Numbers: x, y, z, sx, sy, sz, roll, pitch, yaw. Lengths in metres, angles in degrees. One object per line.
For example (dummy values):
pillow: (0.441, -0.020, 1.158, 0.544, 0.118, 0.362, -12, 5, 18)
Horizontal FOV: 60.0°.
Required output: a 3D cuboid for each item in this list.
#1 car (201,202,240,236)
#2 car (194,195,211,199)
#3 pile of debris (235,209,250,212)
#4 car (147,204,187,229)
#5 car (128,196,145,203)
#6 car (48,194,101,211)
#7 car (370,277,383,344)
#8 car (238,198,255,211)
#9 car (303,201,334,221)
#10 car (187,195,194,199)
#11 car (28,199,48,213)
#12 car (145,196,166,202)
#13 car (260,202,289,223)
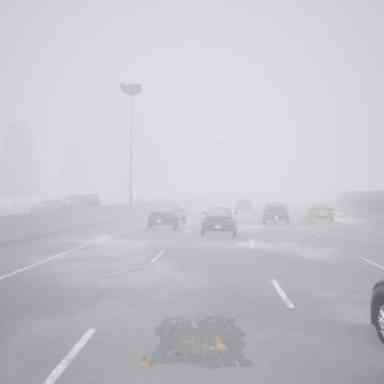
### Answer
car: (1.573, 1.521, 18.440, 1.812, 1.442, 4.674, 0, 0, 8)
car: (2.742, 1.524, 68.299, 1.895, 1.301, 4.718, 0, 0, 26)
pile of debris: (6.029, 2.172, 39.337, 1.500, 0.140, 1.860, 0, 0, 17)
car: (-1.530, 1.510, 21.343, 1.812, 1.442, 4.674, 0, 0, 9)
car: (-10.575, 1.496, 64.793, 1.994, 1.385, 4.181, 0, 0, 24)
car: (-10.570, 1.177, 31.136, 2.150, 2.045, 5.566, 0, 0, 13)
car: (3.761, 1.361, 3.281, 2.097, 1.767, 4.553, 0, 0, 2)
car: (6.486, 1.500, 40.144, 1.837, 1.490, 4.892, 0, 0, 17)
car: (10.315, 1.492, 27.410, 1.882, 1.535, 5.008, 0, 0, 12)
car: (0.491, 1.399, 71.583, 1.837, 1.490, 4.892, 0, 0, 26)
car: (-13.806, 1.450, 32.540, 1.837, 1.490, 4.892, 0, 0, 13)
car: (-6.645, 1.468, 64.938, 1.812, 1.442, 4.674, 0, 0, 24)
car: (6.305, 1.509, 25.328, 1.837, 1.490, 4.892, 0, 0, 11)
